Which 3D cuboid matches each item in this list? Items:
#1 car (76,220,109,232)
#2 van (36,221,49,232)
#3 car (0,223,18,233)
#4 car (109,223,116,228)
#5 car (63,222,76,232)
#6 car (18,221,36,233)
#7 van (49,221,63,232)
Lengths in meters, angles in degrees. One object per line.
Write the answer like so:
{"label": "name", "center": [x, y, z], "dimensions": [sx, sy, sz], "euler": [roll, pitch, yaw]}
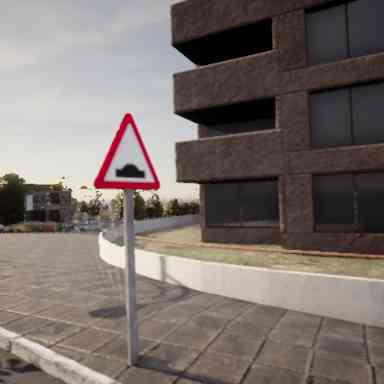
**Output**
{"label": "car", "center": [-21.612, 7.568, 71.749], "dimensions": [5.566, 2.045, 2.435], "euler": [-1, -6, 6]}
{"label": "van", "center": [-28.048, 6.113, 58.213], "dimensions": [4.442, 1.987, 1.878], "euler": [-1, -7, 6]}
{"label": "car", "center": [-30.800, 5.788, 52.779], "dimensions": [4.674, 1.452, 2.002], "euler": [-1, -7, 6]}
{"label": "car", "center": [-20.274, 8.153, 74.424], "dimensions": [4.674, 1.452, 2.002], "euler": [-1, -6, 6]}
{"label": "car", "center": [-25.524, 6.932, 63.606], "dimensions": [4.892, 1.521, 2.231], "euler": [-1, -6, 6]}
{"label": "car", "center": [-29.666, 6.044, 55.507], "dimensions": [5.366, 1.575, 1.946], "euler": [-1, -6, 6]}
{"label": "van", "center": [-26.732, 6.410, 60.924], "dimensions": [4.442, 1.987, 1.878], "euler": [-1, -7, 6]}
